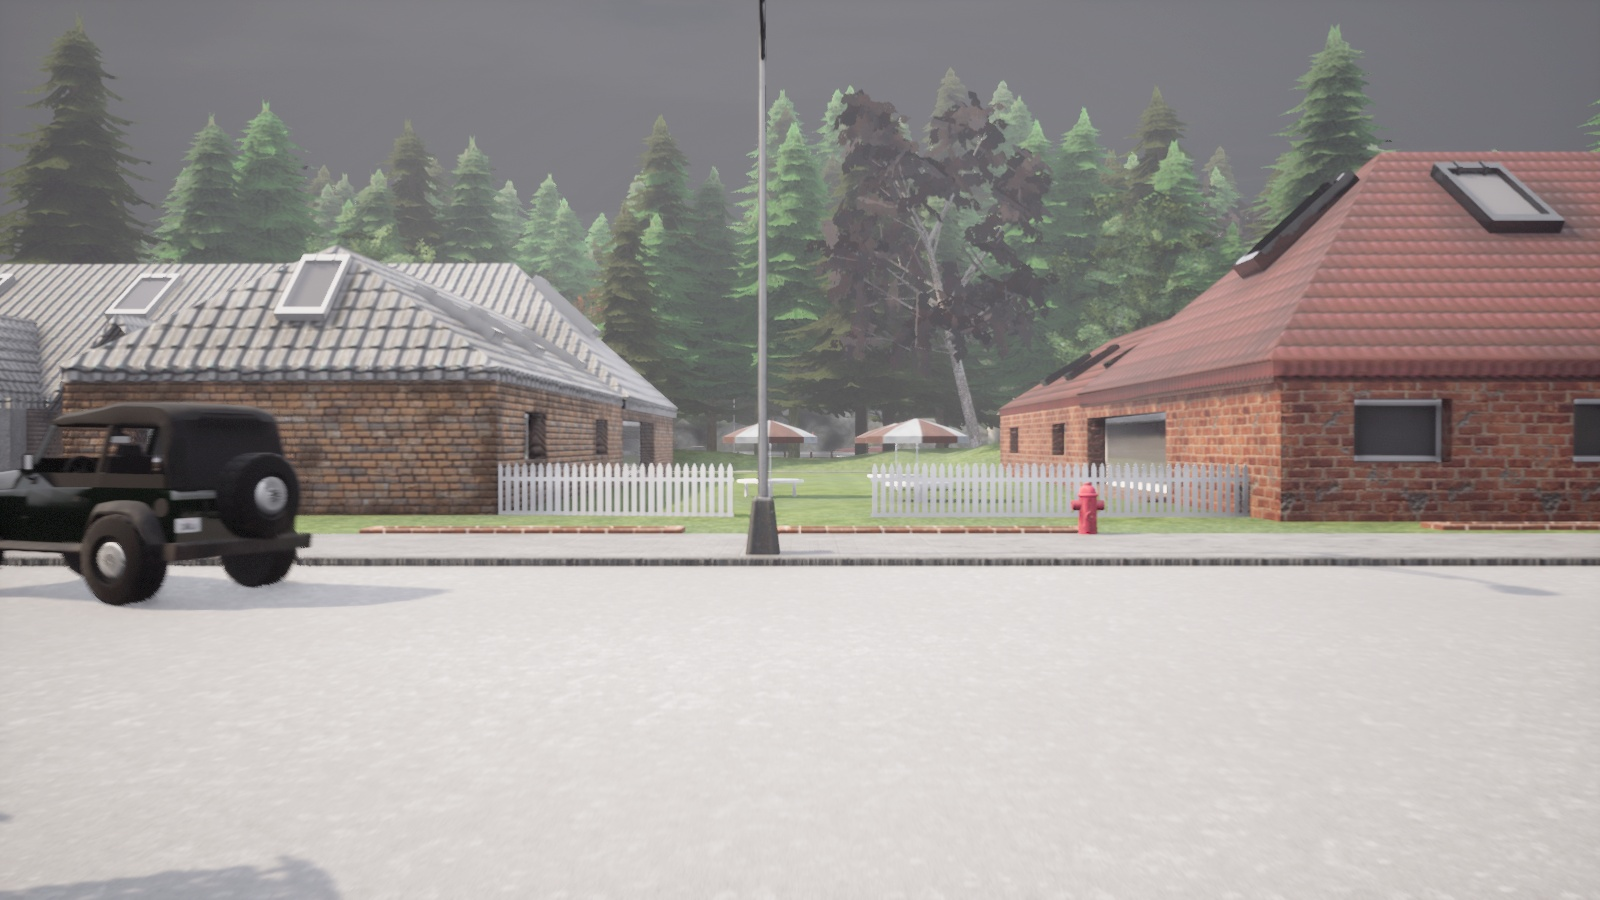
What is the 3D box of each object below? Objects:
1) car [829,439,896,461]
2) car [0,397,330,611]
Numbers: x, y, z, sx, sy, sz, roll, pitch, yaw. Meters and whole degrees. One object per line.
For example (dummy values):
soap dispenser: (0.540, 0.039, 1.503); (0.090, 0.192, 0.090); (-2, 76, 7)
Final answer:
car: (4.698, -0.010, 95.282); (5.027, 1.651, 2.152); (0, 0, 0)
car: (-6.935, 0.465, 12.615); (3.866, 1.878, 1.905); (0, 0, 22)
